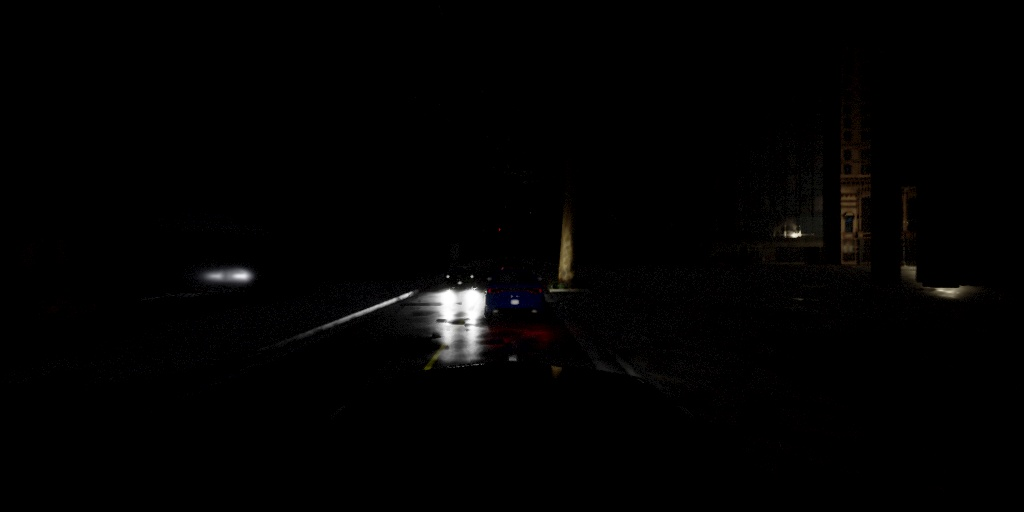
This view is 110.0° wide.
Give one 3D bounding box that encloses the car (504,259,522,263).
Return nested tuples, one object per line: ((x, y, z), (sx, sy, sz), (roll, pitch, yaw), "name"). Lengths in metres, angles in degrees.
((0.100, 1.034, 28.640), (2.097, 1.767, 4.553), (0, 0, 0), "car")

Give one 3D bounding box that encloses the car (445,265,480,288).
((-3.094, 1.294, 23.498), (1.895, 1.301, 4.718), (0, 0, 0), "car")

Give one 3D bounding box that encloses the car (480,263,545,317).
((0.094, 1.198, 13.021), (1.882, 1.535, 5.008), (0, 0, 0), "car")
